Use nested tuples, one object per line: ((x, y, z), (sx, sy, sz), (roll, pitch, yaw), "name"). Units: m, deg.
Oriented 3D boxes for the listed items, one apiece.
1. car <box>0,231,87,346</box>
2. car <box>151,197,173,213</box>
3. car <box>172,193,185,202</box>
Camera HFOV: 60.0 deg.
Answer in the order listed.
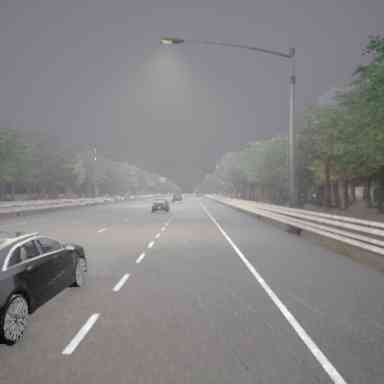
((-3.501, 1.493, 6.336), (2.128, 1.511, 4.902), (0, 0, 0), "car")
((-3.493, 1.548, 37.845), (1.812, 1.442, 4.674), (0, 0, 0), "car")
((-3.370, 1.302, 77.133), (2.150, 2.045, 5.566), (0, 0, 0), "car")
